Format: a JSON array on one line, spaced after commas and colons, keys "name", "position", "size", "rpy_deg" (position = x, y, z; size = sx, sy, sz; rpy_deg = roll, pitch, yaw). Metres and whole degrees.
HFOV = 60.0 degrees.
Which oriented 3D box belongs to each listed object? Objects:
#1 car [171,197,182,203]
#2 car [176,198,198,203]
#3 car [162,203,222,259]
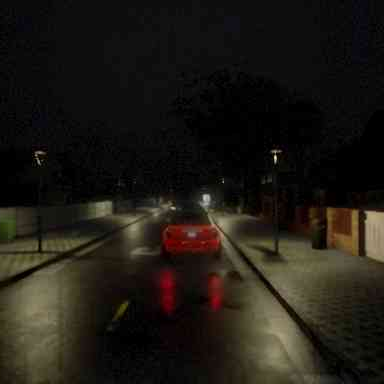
[{"name": "car", "position": [-2.808, 1.916, 65.320], "size": [2.150, 2.045, 5.566], "rpy_deg": [0, -1, 0]}, {"name": "car", "position": [0.004, 1.652, 28.419], "size": [2.097, 1.767, 4.553], "rpy_deg": [0, -1, 0]}, {"name": "car", "position": [0.015, 1.492, 13.419], "size": [2.097, 1.767, 4.553], "rpy_deg": [0, -1, 0]}]
